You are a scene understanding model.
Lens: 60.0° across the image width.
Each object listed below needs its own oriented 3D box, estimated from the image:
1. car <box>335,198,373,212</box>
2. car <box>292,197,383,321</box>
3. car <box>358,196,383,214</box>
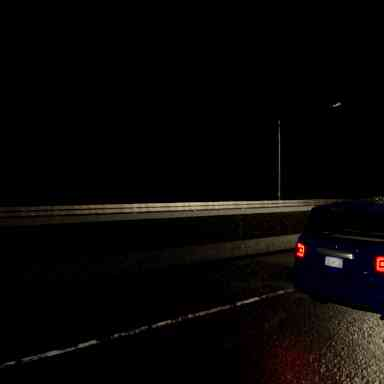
[{"bbox_3d":[19.106,1.491,39.086,4.892,1.490,1.837,0,0,-35],"label":"car"},{"bbox_3d":[4.452,1.219,6.917,5.566,2.045,2.150,0,0,-36],"label":"car"},{"bbox_3d":[19.823,1.338,35.307,4.553,1.767,2.097,0,0,-35],"label":"car"}]
